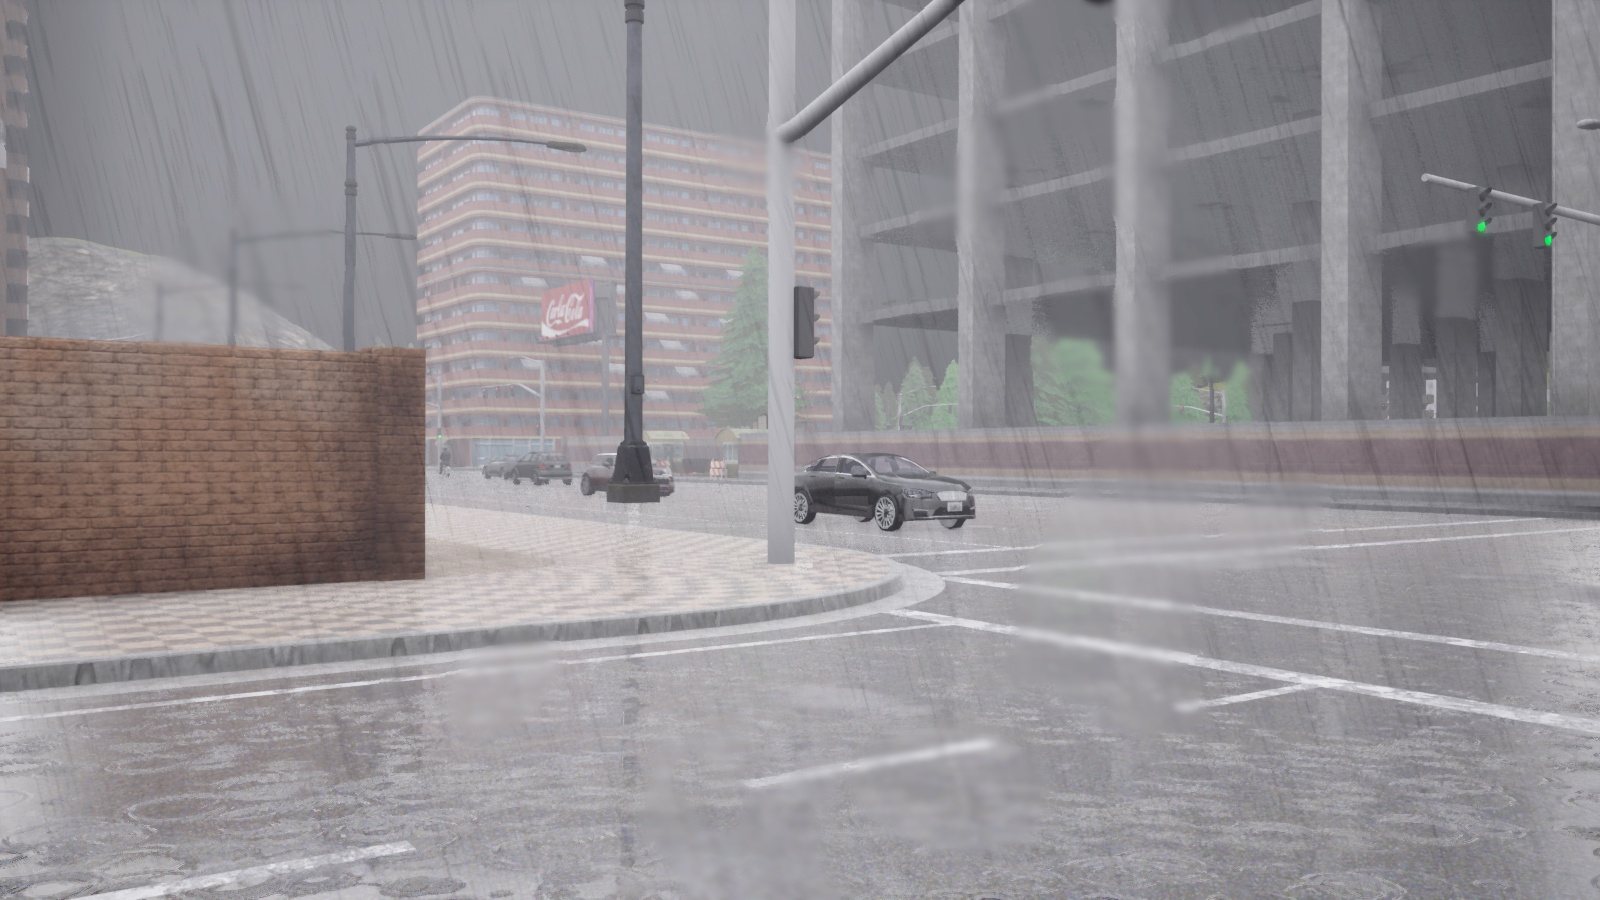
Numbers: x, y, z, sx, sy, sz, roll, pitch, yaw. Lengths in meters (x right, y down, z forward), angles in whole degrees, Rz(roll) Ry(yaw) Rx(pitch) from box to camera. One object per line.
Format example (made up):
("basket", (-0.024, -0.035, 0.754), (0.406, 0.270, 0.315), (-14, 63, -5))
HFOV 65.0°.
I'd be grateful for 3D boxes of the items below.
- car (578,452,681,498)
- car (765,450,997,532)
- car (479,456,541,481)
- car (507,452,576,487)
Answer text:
("car", (-5.811, 0.827, 42.531), (1.970, 1.475, 3.806), (0, 0, -34))
("car", (1.523, 0.760, 25.587), (2.128, 1.511, 4.902), (0, 0, -34))
("car", (-16.241, 1.015, 70.233), (1.994, 1.385, 4.181), (0, 0, -34))
("car", (-11.903, 0.890, 57.666), (1.789, 1.549, 3.705), (0, 0, -34))
